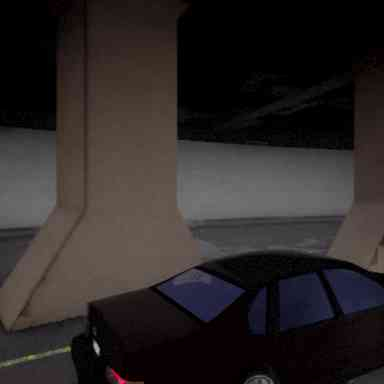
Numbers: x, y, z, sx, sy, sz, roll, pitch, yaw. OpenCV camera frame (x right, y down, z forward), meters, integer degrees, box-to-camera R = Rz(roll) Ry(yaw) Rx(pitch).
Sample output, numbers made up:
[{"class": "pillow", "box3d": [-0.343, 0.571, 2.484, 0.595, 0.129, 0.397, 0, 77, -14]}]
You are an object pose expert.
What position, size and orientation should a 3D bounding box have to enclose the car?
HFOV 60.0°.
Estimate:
[{"class": "car", "box3d": [1.303, 1.518, 4.350, 5.357, 1.411, 2.033, 0, 0, -28]}]
